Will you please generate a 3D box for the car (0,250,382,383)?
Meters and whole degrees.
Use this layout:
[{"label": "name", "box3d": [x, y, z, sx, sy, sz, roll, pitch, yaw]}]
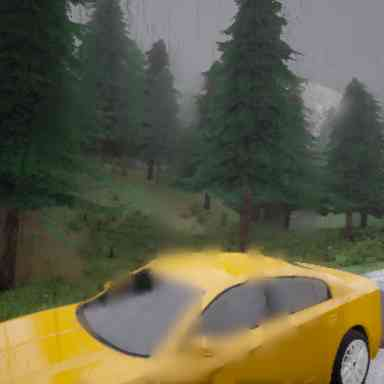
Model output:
[{"label": "car", "box3d": [0.098, 1.478, 3.625, 5.008, 1.535, 1.882, 0, 0, -35]}]
